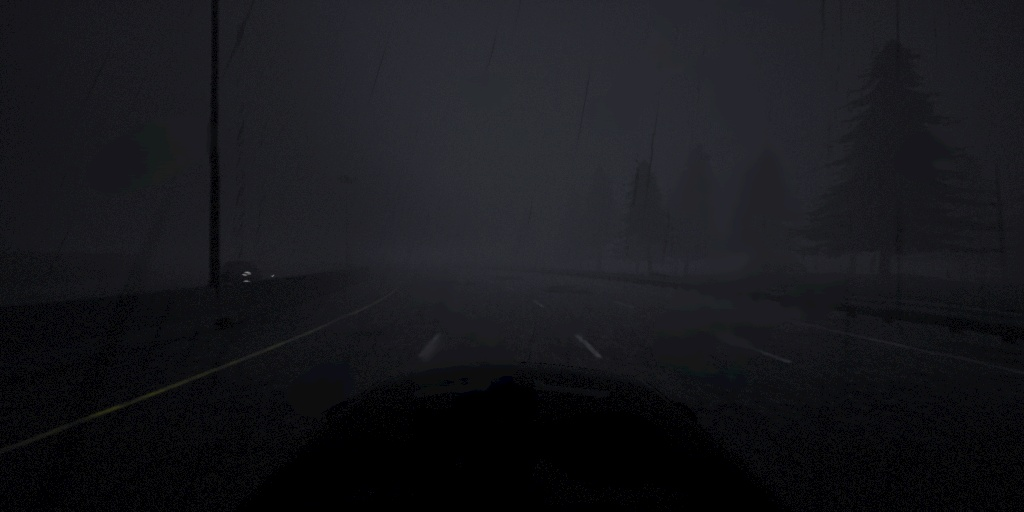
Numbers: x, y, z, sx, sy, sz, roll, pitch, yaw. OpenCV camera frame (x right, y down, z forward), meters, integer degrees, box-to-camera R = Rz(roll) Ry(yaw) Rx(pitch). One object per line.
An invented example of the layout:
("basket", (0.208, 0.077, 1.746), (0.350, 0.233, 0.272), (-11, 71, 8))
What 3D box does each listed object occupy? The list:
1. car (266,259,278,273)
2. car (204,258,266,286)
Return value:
("car", (-31.950, 1.438, 46.266), (1.812, 1.442, 4.674), (1, 0, -39))
("car", (-17.790, 1.129, 23.311), (2.097, 1.767, 4.553), (0, -1, -26))
